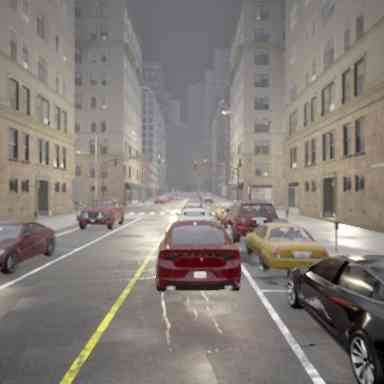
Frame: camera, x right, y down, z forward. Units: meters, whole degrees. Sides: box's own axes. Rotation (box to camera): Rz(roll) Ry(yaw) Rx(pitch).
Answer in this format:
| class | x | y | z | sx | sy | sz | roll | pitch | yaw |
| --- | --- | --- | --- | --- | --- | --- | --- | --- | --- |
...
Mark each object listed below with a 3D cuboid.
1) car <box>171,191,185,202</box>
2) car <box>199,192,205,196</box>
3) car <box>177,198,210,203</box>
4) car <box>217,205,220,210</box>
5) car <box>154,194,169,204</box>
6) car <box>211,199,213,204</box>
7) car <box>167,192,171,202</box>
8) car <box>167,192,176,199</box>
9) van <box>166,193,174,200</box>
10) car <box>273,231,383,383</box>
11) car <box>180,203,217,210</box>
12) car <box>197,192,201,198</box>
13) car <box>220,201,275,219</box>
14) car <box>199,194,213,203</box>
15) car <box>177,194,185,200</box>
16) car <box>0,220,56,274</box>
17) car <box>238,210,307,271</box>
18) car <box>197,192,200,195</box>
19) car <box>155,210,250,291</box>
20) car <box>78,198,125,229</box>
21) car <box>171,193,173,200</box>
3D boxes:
| class | x | y | z | sx | sy | sz | roll | pitch | yaw |
| --- | --- | --- | --- | --- | --- | --- | --- | --- | --- |
| car | -2.902 | 1.202 | 71.658 | 2.097 | 1.767 | 4.553 | 0 | 0 | 0 |
| car | 2.866 | 1.379 | 70.319 | 1.752 | 1.417 | 4.829 | 1 | 0 | 0 |
| car | 0.110 | 1.495 | 26.696 | 2.128 | 1.511 | 4.902 | 0 | 0 | 0 |
| car | 2.796 | 1.592 | 21.644 | 1.802 | 1.307 | 4.206 | 0 | 0 | 0 |
| car | -5.675 | 1.452 | 59.321 | 1.887 | 1.381 | 4.507 | 0 | 0 | 0 |
| car | 2.804 | 1.528 | 27.368 | 1.752 | 1.417 | 4.829 | 0 | 0 | 0 |
| car | -5.666 | 1.322 | 64.745 | 1.967 | 1.590 | 4.097 | 1 | 0 | 0 |
| car | -5.626 | 1.038 | 91.860 | 2.192 | 1.841 | 5.009 | 1 | 0 | 0 |
| van | -5.634 | 1.099 | 86.437 | 1.690 | 1.788 | 3.998 | 1 | 0 | 0 |
| car | 2.772 | 1.574 | 4.987 | 1.947 | 1.339 | 4.313 | 0 | 0 | 0 |
| car | 0.123 | 1.537 | 17.554 | 1.812 | 1.442 | 4.674 | 0 | 0 | 0 |
| car | 2.881 | 1.374 | 80.998 | 1.802 | 1.307 | 4.206 | 1 | 0 | 0 |
| car | 2.789 | 1.327 | 16.093 | 2.192 | 1.841 | 5.009 | 0 | 0 | 0 |
| car | 2.850 | 1.458 | 59.302 | 2.008 | 1.369 | 4.403 | 0 | 0 | 0 |
| car | -2.881 | 1.240 | 87.230 | 1.837 | 1.490 | 4.892 | 0 | 0 | 0 |
| car | -5.746 | 1.593 | 10.558 | 1.802 | 1.307 | 4.206 | 0 | 0 | 0 |
| car | 2.781 | 1.536 | 10.709 | 1.752 | 1.417 | 4.829 | 0 | 0 | 0 |
| car | 2.898 | 1.164 | 91.843 | 1.967 | 1.590 | 4.097 | 1 | 0 | 0 |
| car | 0.106 | 1.488 | 9.051 | 1.882 | 1.535 | 5.008 | 0 | 0 | -1 |
| car | -5.728 | 1.324 | 21.663 | 2.192 | 1.841 | 5.009 | 0 | 0 | 0 |
| car | -5.660 | 1.399 | 70.169 | 1.887 | 1.381 | 4.507 | 1 | 0 | 0 |
